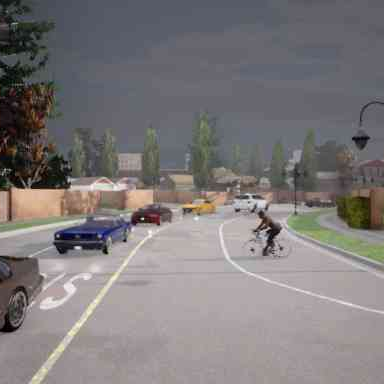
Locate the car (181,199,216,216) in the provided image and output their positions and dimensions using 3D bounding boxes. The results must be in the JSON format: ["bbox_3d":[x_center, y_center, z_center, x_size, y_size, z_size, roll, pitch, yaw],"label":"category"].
[{"bbox_3d":[0.721,1.480,33.394,1.882,1.535,5.008,0,0,28],"label":"car"}]

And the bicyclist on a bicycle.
[{"bbox_3d":[2.493,1.448,11.117,1.656,1.620,0.582,-2,0,-2],"label":"bicyclist on a bicycle"}]

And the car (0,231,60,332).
[{"bbox_3d":[-3.681,1.548,4.068,2.033,1.411,5.357,0,0,-2],"label":"car"}]

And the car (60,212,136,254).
[{"bbox_3d":[-3.826,1.602,13.588,1.895,1.301,4.718,0,0,2],"label":"car"}]

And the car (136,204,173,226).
[{"bbox_3d":[-2.746,1.568,23.537,1.994,1.385,4.181,0,0,14],"label":"car"}]

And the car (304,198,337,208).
[{"bbox_3d":[18.396,1.544,47.124,5.357,1.411,2.033,0,0,-28],"label":"car"}]

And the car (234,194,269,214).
[{"bbox_3d":[6.516,1.206,36.116,2.150,2.045,5.566,-1,0,34],"label":"car"}]
